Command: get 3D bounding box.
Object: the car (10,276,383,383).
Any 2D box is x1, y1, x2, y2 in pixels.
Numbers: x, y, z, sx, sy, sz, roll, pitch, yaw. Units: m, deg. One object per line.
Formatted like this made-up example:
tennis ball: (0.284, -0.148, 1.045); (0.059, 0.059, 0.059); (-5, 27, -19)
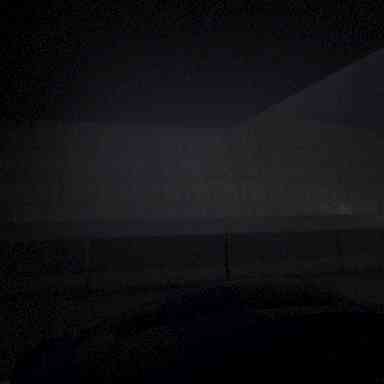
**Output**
car: (0.948, 1.525, 2.837); (4.674, 1.442, 1.812); (0, 0, -16)
